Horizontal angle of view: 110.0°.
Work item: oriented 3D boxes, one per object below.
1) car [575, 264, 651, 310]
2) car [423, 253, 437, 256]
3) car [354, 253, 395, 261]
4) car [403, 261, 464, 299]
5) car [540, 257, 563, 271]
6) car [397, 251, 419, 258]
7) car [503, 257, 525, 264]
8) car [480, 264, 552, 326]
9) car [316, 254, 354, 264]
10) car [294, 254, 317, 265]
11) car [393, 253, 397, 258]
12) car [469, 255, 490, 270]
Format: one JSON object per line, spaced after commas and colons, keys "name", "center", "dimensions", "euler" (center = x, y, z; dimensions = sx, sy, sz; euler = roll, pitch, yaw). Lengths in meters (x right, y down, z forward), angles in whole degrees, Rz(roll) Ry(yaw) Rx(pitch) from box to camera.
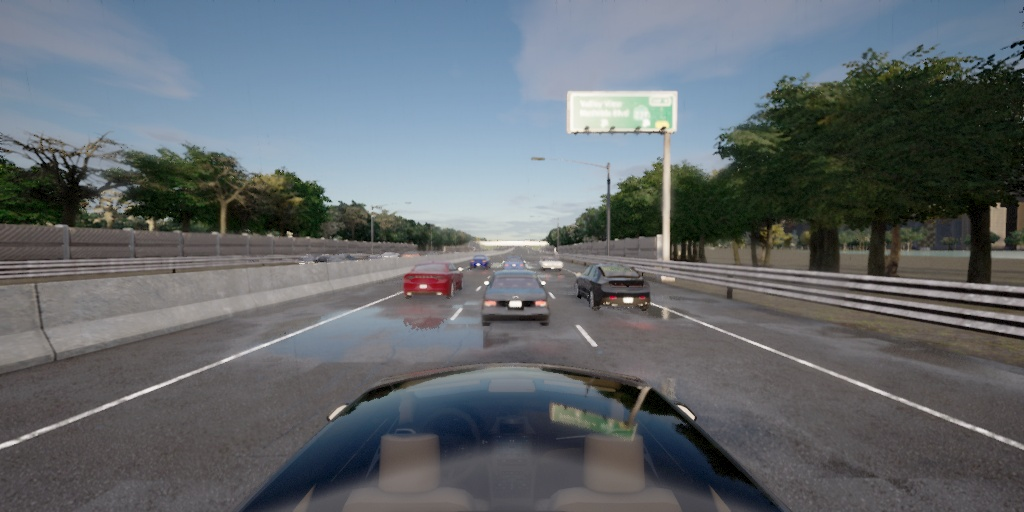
{"name": "car", "center": [3.602, 1.050, 13.477], "dimensions": [1.837, 1.490, 4.892], "euler": [0, 2, 0]}
{"name": "car", "center": [-13.673, 0.191, 60.492], "dimensions": [1.837, 1.490, 4.892], "euler": [0, 0, 1]}
{"name": "car", "center": [-13.971, 0.681, 36.683], "dimensions": [1.994, 1.385, 4.181], "euler": [0, 1, 0]}
{"name": "car", "center": [-3.385, 0.971, 16.220], "dimensions": [1.882, 1.535, 5.008], "euler": [0, 1, 0]}
{"name": "car", "center": [3.709, 0.753, 34.834], "dimensions": [1.895, 1.301, 4.718], "euler": [0, 1, 0]}
{"name": "car", "center": [-17.164, 0.032, 60.687], "dimensions": [2.097, 1.767, 4.553], "euler": [0, 1, 1]}
{"name": "car", "center": [0.186, 0.759, 31.600], "dimensions": [2.033, 1.411, 5.357], "euler": [0, 1, 0]}
{"name": "car", "center": [0.091, 1.136, 10.976], "dimensions": [2.033, 1.411, 5.357], "euler": [0, 1, 0]}
{"name": "car", "center": [-17.473, 0.624, 36.583], "dimensions": [1.837, 1.490, 4.892], "euler": [0, 1, 0]}
{"name": "car", "center": [-20.960, 0.584, 38.015], "dimensions": [2.128, 1.511, 4.902], "euler": [0, 1, 0]}
{"name": "car", "center": [-20.670, 0.214, 60.226], "dimensions": [1.812, 1.442, 4.674], "euler": [0, 1, 1]}
{"name": "car", "center": [-3.272, 0.632, 37.345], "dimensions": [1.812, 1.442, 4.674], "euler": [0, 1, 0]}
